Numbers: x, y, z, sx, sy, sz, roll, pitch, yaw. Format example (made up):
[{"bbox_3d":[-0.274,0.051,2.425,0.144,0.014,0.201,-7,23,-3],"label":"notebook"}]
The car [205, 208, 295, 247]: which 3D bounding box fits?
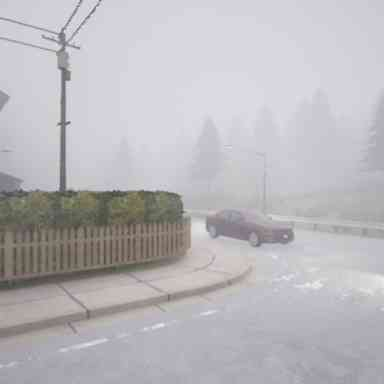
[{"bbox_3d":[2.541,1.534,15.630,1.882,1.535,5.008,0,0,-30],"label":"car"}]
